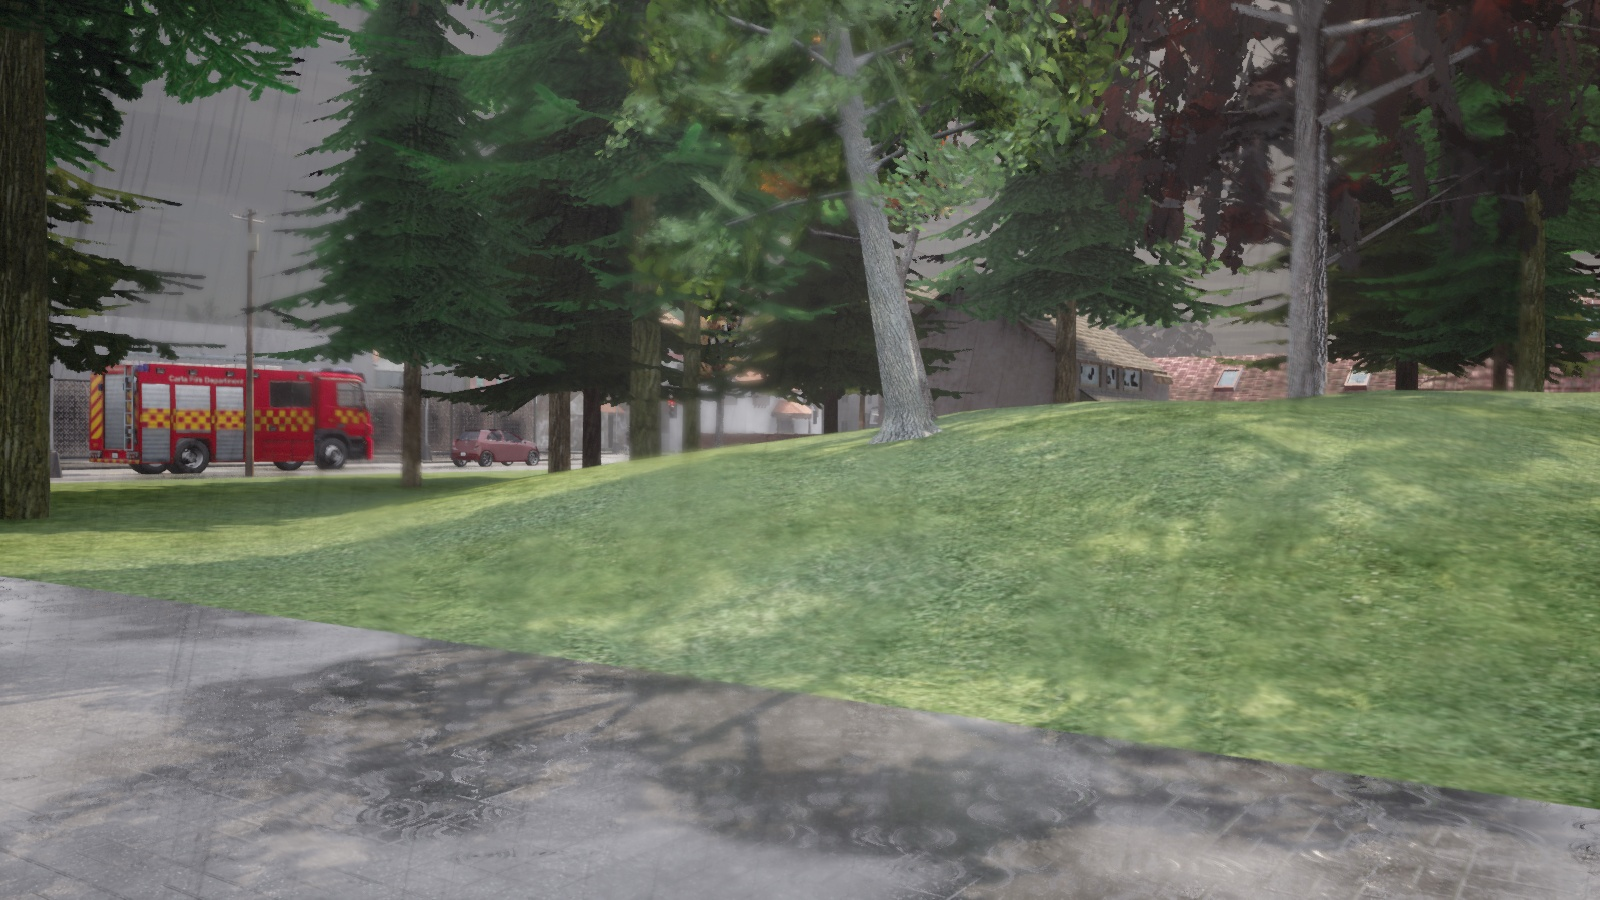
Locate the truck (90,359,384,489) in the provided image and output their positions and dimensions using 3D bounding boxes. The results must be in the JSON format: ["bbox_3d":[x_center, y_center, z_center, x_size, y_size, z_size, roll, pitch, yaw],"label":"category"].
[{"bbox_3d":[-18.100,-0.831,41.094,2.891,3.827,8.468,0,1,34],"label":"truck"}]

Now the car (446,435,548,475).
[{"bbox_3d":[-12.067,0.169,50.173,1.845,1.501,3.633,0,1,33],"label":"car"}]

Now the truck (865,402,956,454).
[{"bbox_3d":[7.773,-1.513,87.329,2.891,3.462,7.936,0,1,33],"label":"truck"}]
